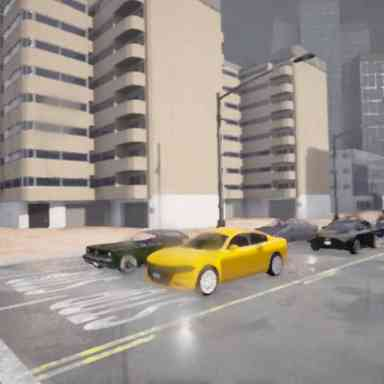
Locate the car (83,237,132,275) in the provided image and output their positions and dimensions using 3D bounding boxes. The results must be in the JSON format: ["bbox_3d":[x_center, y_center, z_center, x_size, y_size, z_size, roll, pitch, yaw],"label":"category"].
[{"bbox_3d":[-1.522,2.080,12.385,4.718,1.301,1.895,2,-3,-44],"label":"car"}]

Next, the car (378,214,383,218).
[{"bbox_3d":[14.201,2.355,22.593,5.357,1.411,2.033,2,-4,-43],"label":"car"}]

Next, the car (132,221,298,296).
[{"bbox_3d":[0.941,1.832,9.909,5.008,1.535,1.882,1,-3,-44],"label":"car"}]

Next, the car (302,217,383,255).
[{"bbox_3d":[7.417,2.112,16.115,4.181,1.385,1.994,2,-4,-44],"label":"car"}]

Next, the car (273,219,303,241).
[{"bbox_3d":[5.446,2.238,19.062,5.357,1.411,2.033,2,-4,-44],"label":"car"}]
